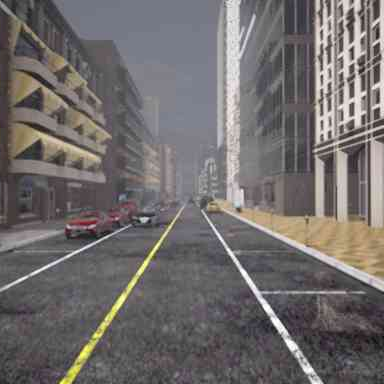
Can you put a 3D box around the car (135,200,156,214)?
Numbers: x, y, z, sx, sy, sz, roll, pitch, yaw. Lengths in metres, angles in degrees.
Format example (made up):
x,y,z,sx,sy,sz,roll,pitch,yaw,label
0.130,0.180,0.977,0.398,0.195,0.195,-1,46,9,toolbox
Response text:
x,y,z,sx,sy,sz,roll,pitch,yaw,label
-5.748,1.789,41.408,1.967,1.590,4.097,0,0,0,car

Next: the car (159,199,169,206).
x,y,z,sx,sy,sz,roll,pitch,yaw,label
-5.788,2.122,69.479,1.752,1.417,4.829,0,-1,0,car

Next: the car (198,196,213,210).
x,y,z,sx,sy,sz,roll,pitch,yaw,label
2.321,1.671,52.257,2.150,2.045,5.566,0,-1,0,car

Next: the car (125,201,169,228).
x,y,z,sx,sy,sz,roll,pitch,yaw,label
-3.134,1.692,24.181,2.128,1.511,4.902,0,0,0,car

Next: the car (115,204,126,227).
x,y,z,sx,sy,sz,roll,pitch,yaw,label
-5.725,1.786,24.461,1.802,1.307,4.206,0,0,0,car

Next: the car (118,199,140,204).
x,y,z,sx,sy,sz,roll,pitch,yaw,label
-5.733,1.567,30.112,2.192,1.841,5.009,0,0,0,car

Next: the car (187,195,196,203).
x,y,z,sx,sy,sz,roll,pitch,yaw,label
-0.124,1.861,89.891,2.150,2.045,5.566,0,-1,0,car

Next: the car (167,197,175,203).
x,y,z,sx,sy,sz,roll,pitch,yaw,label
-5.819,2.247,92.242,1.967,1.590,4.097,0,-1,0,car

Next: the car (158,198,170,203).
x,y,z,sx,sy,sz,roll,pitch,yaw,label
-5.780,2.113,63.999,1.947,1.339,4.313,0,-1,0,car

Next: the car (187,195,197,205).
x,y,z,sx,sy,sz,roll,pitch,yaw,label
-0.098,1.973,70.115,1.812,1.442,4.674,0,-1,0,car

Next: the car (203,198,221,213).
x,y,z,sx,sy,sz,roll,pitch,yaw,label
2.632,1.875,41.589,1.752,1.417,4.829,0,0,0,car

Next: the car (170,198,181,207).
x,y,z,sx,sy,sz,roll,pitch,yaw,label
-3.105,2.119,65.298,1.994,1.385,4.181,0,-1,0,car

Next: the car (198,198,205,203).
x,y,z,sx,sy,sz,roll,pitch,yaw,label
2.561,2.351,92.252,1.887,1.381,4.507,0,-1,0,car

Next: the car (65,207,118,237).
x,y,z,sx,sy,sz,roll,pitch,yaw,label
-5.717,1.737,18.813,1.802,1.307,4.206,0,0,0,car
